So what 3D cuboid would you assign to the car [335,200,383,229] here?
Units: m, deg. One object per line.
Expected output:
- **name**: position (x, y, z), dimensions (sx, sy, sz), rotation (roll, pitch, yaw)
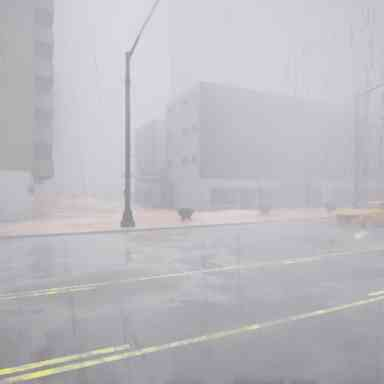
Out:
- **car**: position (10.988, 1.290, 20.357), dimensions (5.008, 1.535, 1.882), rotation (-1, 0, -26)
